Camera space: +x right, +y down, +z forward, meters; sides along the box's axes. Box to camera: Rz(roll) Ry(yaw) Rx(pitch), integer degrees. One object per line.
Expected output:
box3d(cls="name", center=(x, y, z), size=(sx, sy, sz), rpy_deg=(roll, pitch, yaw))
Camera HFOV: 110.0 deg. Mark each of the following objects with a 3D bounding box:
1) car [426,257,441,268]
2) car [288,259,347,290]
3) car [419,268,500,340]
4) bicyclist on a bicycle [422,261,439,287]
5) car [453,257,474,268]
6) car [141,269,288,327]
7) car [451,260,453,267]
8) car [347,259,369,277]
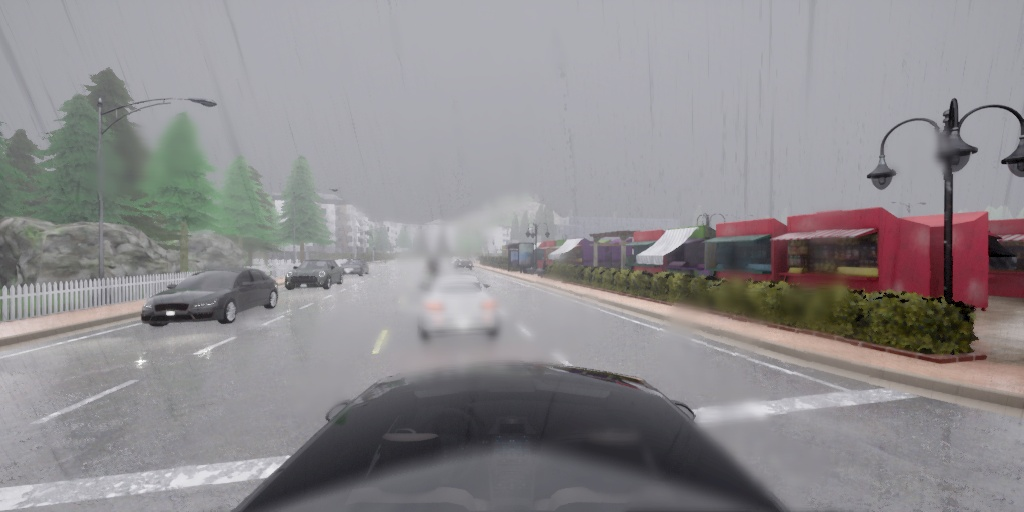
box3d(cls="car", center=(-11.096, 0.898, 50.810), size=(1.837, 1.490, 4.892), rpy_deg=(0, 0, -13))
box3d(cls="car", center=(-11.490, 0.966, 21.073), size=(2.097, 1.767, 4.553), rpy_deg=(0, 0, -13))
box3d(cls="car", center=(-1.521, 1.225, 9.807), size=(1.812, 1.442, 4.674), rpy_deg=(0, 0, -13))
box3d(cls="bicyclist on a bicycle", center=(-4.401, 1.078, 19.642), size=(0.582, 1.620, 1.656), rpy_deg=(0, 1, 25))
box3d(cls="car", center=(-5.830, 1.048, 43.775), size=(1.895, 1.301, 4.718), rpy_deg=(0, 0, -13))
box3d(cls="car", center=(-9.241, 1.190, 11.483), size=(1.837, 1.490, 4.892), rpy_deg=(0, 0, -13))
box3d(cls="car", center=(-7.890, 0.906, 52.647), size=(1.812, 1.442, 4.674), rpy_deg=(0, 0, -13))
box3d(cls="car", center=(-13.991, 1.024, 31.797), size=(2.128, 1.511, 4.902), rpy_deg=(0, 1, -13))
